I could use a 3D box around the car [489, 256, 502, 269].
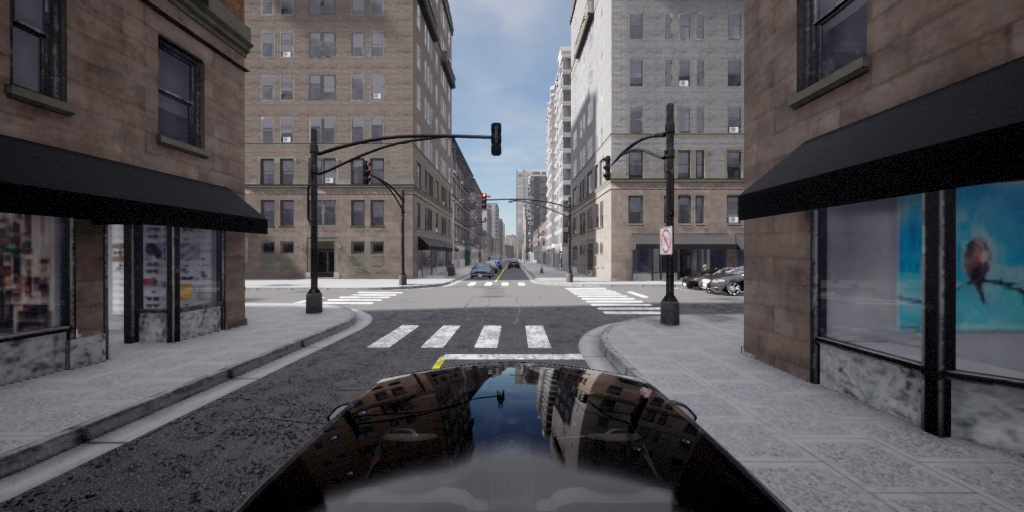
[{"bbox_3d":[-2.635,1.003,54.082,2.150,2.045,5.566,0,0,0],"label":"car"}]

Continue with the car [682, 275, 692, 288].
[{"bbox_3d":[12.443,1.313,21.308,4.313,1.339,1.948,0,0,0],"label":"car"}]

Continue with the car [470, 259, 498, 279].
[{"bbox_3d":[-2.727,1.305,33.461,2.033,1.411,5.357,0,0,0],"label":"car"}]

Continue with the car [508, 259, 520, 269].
[{"bbox_3d":[0.326,1.294,59.346,1.837,1.490,4.892,0,-1,0],"label":"car"}]

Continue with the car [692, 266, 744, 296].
[{"bbox_3d":[12.541,1.247,18.769,4.902,1.511,2.128,0,0,0],"label":"car"}]

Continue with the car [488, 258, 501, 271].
[{"bbox_3d":[-2.684,1.293,43.749,1.812,1.442,4.674,0,0,0],"label":"car"}]
